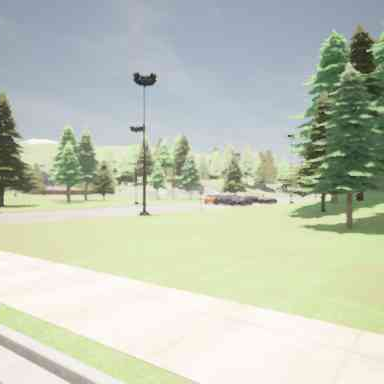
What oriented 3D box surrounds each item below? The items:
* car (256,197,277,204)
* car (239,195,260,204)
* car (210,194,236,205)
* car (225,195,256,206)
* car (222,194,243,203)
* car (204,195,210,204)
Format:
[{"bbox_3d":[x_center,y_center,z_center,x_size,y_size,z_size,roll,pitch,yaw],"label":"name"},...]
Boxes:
[{"bbox_3d":[13.378,1.474,58.710,1.895,1.301,4.718,0,0,36],"label":"car"},{"bbox_3d":[10.538,1.333,60.753,1.882,1.535,5.008,0,0,36],"label":"car"},{"bbox_3d":[5.478,1.209,53.760,2.097,1.767,4.553,0,0,37],"label":"car"},{"bbox_3d":[7.471,1.475,50.557,1.895,1.301,4.718,0,0,37],"label":"car"},{"bbox_3d":[7.697,1.190,62.797,2.097,1.767,4.553,0,0,36],"label":"car"},{"bbox_3d":[4.020,1.191,57.694,2.097,1.767,4.553,0,0,37],"label":"car"}]
